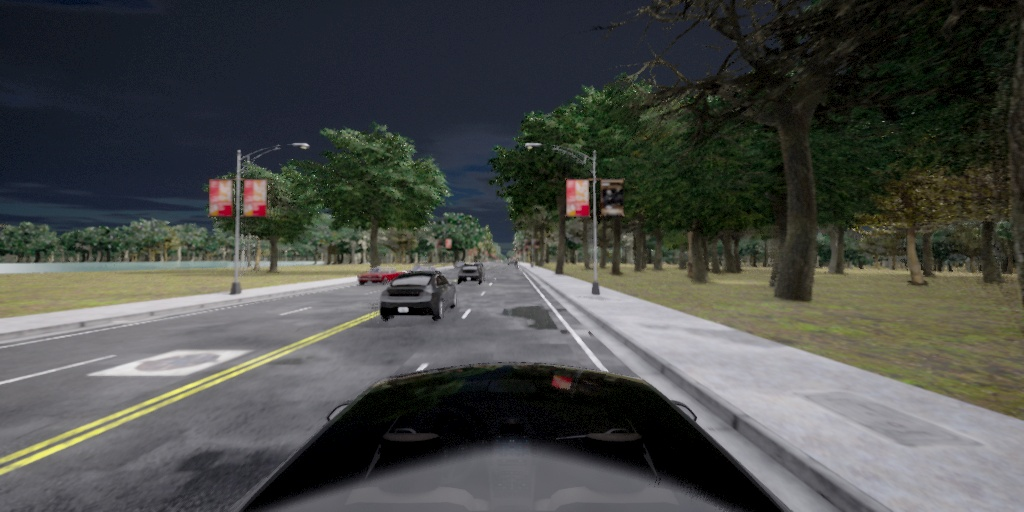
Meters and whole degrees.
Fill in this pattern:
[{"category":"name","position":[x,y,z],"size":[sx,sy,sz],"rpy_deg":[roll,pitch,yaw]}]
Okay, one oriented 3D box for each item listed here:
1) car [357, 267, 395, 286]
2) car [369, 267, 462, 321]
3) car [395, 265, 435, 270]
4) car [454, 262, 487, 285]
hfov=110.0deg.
[{"category":"car","position":[-9.859,1.517,27.052],"size":[1.895,1.301,4.718],"rpy_deg":[0,0,0]},{"category":"car","position":[-3.158,1.328,12.841],"size":[1.837,1.490,4.892],"rpy_deg":[0,0,0]},{"category":"car","position":[-6.608,1.404,26.537],"size":[2.128,1.511,4.902],"rpy_deg":[0,0,0]},{"category":"car","position":[-3.165,1.431,28.660],"size":[1.837,1.490,4.892],"rpy_deg":[0,0,0]}]
